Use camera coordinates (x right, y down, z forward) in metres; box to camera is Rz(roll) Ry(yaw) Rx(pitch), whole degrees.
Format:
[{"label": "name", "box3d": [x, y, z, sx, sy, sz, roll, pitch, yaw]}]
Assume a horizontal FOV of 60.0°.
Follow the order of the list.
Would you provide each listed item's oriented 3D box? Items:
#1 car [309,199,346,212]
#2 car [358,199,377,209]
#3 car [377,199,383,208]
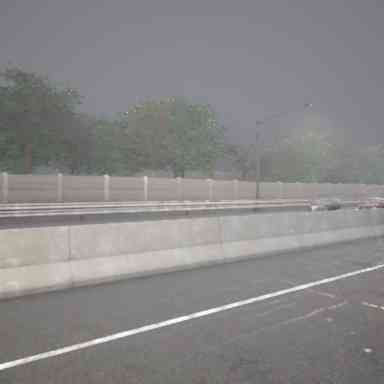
[{"label": "car", "box3d": [14.555, 1.495, 35.695, 4.902, 1.511, 2.128, 0, 0, -35]}, {"label": "car", "box3d": [19.347, 1.481, 34.780, 5.008, 1.535, 1.882, 0, 0, -35]}, {"label": "car", "box3d": [19.736, 1.551, 30.786, 5.357, 1.411, 2.033, 0, 0, -35]}]
